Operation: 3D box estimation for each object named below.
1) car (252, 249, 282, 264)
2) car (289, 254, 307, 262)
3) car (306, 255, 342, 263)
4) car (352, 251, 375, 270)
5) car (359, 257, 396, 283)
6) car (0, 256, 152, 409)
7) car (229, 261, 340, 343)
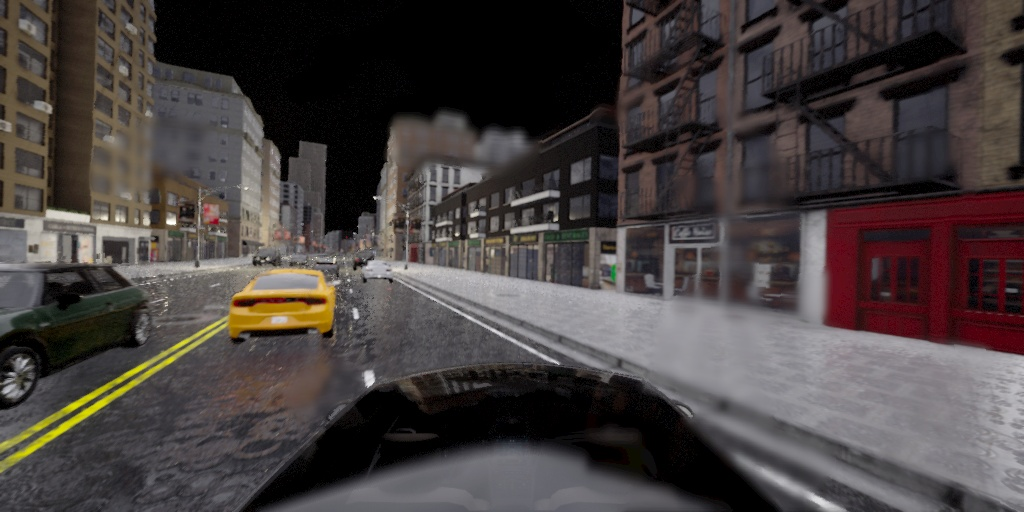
[{"bbox_3d":[-28.024,0.179,41.175,2.150,2.045,5.566,2,0,-25],"label":"car"},{"bbox_3d":[-24.968,0.545,42.295,1.837,1.490,4.892,2,0,-25],"label":"car"},{"bbox_3d":[-14.335,0.832,27.777,2.128,1.511,4.902,2,0,-25],"label":"car"},{"bbox_3d":[-16.403,0.499,39.728,2.150,2.045,5.566,2,0,-25],"label":"car"},{"bbox_3d":[-9.294,1.006,24.654,1.812,1.442,4.674,2,0,-25],"label":"car"},{"bbox_3d":[-7.481,0.895,5.164,2.097,1.767,4.553,2,0,-25],"label":"car"},{"bbox_3d":[-5.608,1.069,9.269,1.882,1.535,5.008,2,0,-25],"label":"car"}]
